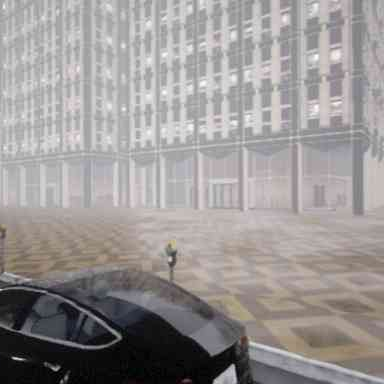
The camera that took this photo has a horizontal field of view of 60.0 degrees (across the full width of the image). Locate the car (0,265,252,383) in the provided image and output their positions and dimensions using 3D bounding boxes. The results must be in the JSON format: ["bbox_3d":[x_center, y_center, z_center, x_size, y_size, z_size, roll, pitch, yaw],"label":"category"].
[{"bbox_3d":[-1.423,1.572,3.894,4.313,1.339,1.947,0,0,36],"label":"car"}]
